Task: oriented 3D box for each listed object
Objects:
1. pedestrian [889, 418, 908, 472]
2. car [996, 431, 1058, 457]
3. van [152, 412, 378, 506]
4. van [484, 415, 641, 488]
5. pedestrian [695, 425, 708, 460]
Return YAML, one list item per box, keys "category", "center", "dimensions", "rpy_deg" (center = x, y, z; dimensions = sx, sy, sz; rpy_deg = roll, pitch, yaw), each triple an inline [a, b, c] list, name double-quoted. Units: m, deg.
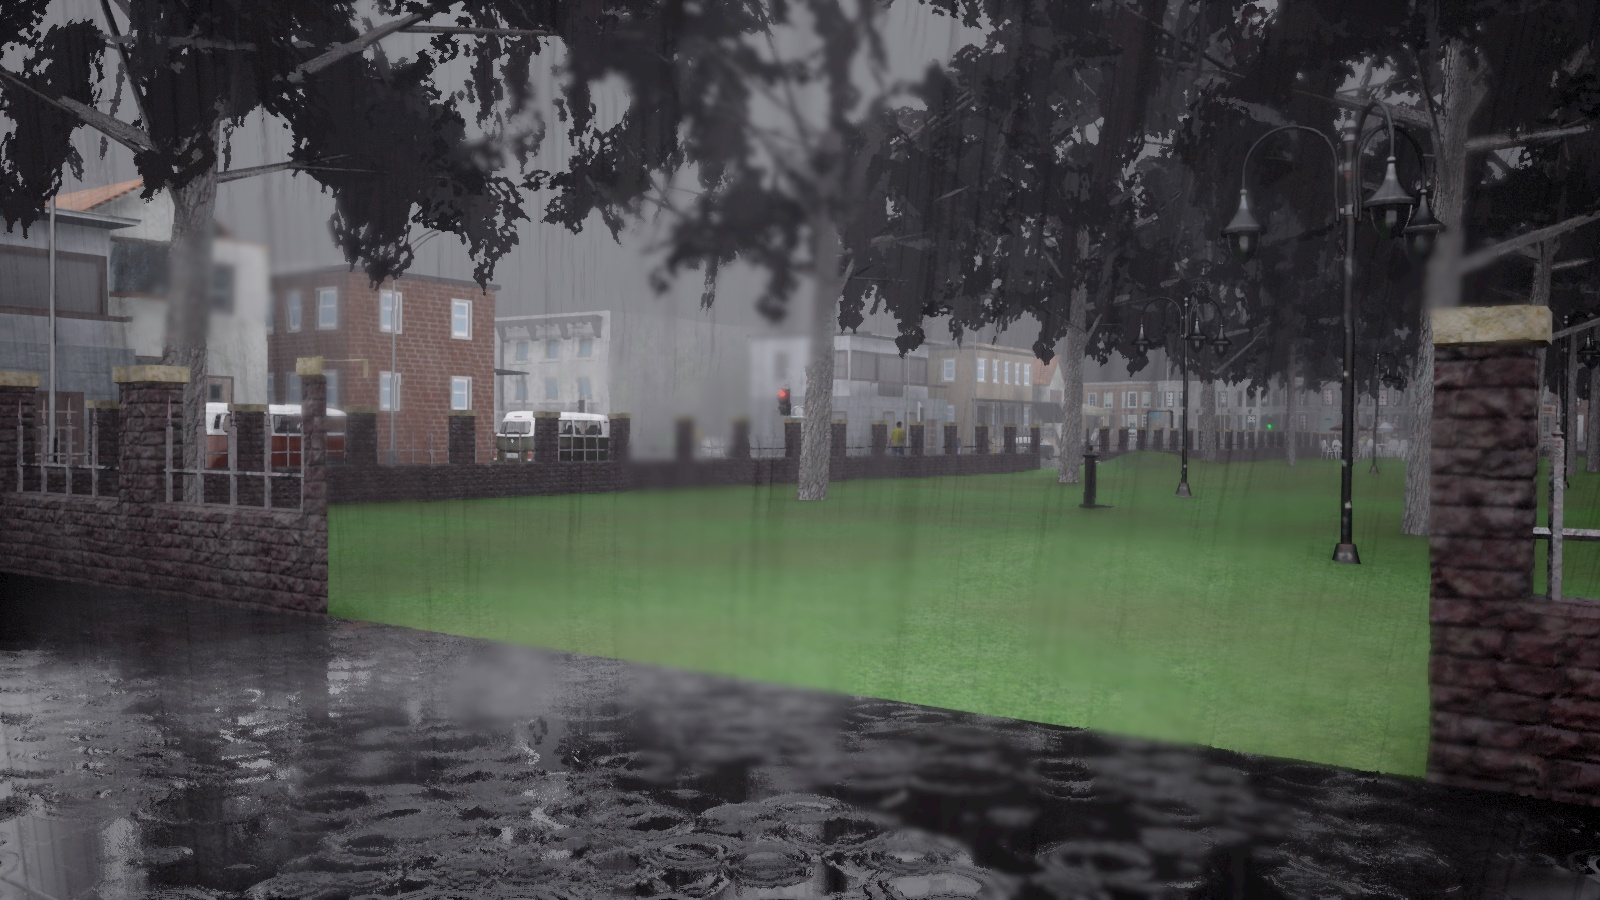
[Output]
- category: "pedestrian"
  center: [3.382, -0.178, 43.110]
  dimensions: [0.354, 1.836, 0.706]
  rpy_deg: [0, 1, 35]
- category: "car"
  center: [13.397, -0.373, 73.902]
  dimensions: [1.812, 1.442, 4.674]
  rpy_deg: [0, 1, 35]
- category: "van"
  center: [-12.479, 0.164, 29.562]
  dimensions: [2.069, 2.038, 4.480]
  rpy_deg: [0, 1, 33]
- category: "van"
  center: [-7.002, 0.007, 37.457]
  dimensions: [2.069, 2.038, 4.480]
  rpy_deg: [0, 1, 33]
- category: "pedestrian"
  center: [-5.225, -0.420, 66.560]
  dimensions: [0.431, 1.840, 0.709]
  rpy_deg: [-1, 1, -27]
